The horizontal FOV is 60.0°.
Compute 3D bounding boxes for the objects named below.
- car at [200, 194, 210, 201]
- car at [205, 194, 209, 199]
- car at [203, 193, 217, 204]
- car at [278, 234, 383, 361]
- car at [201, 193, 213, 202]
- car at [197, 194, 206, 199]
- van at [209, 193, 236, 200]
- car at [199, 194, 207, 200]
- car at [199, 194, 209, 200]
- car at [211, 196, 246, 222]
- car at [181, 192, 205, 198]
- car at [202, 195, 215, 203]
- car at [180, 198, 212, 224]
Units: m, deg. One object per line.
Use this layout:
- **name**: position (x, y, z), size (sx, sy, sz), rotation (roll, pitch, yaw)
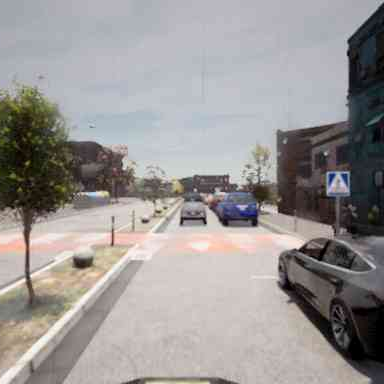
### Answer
- **car**: position (2.984, 1.225, 77.614), size (2.231, 1.521, 4.892), rotation (0, 0, 0)
- **car**: position (2.989, 1.112, 49.982), size (2.185, 1.767, 4.553), rotation (0, 0, 0)
- **car**: position (2.988, 1.106, 55.503), size (2.185, 1.767, 4.553), rotation (0, 0, 0)
- **car**: position (2.996, 1.473, 5.998), size (2.163, 1.488, 4.792), rotation (0, 0, 0)
- **car**: position (2.986, 1.100, 66.673), size (2.185, 1.767, 4.553), rotation (0, 0, 0)
- **car**: position (2.629, 1.300, 94.224), size (2.097, 1.535, 5.008), rotation (0, 0, -2)
- **van**: position (2.992, 1.056, 33.567), size (1.878, 1.987, 4.442), rotation (0, 0, 0)
- **car**: position (2.861, 1.305, 88.681), size (2.002, 1.452, 4.674), rotation (0, 0, -1)
- **car**: position (2.975, 1.236, 83.134), size (2.231, 1.521, 4.892), rotation (0, 0, 0)
- **car**: position (2.993, 1.347, 27.926), size (2.002, 1.452, 4.674), rotation (0, 0, 0)
- **car**: position (0.091, 1.000, 41.055), size (2.150, 2.045, 5.566), rotation (0, 0, 0)
- **car**: position (2.987, 1.269, 61.179), size (2.002, 1.452, 4.674), rotation (0, 0, 0)
- **car**: position (0.093, 1.397, 23.577), size (2.033, 1.411, 5.357), rotation (0, 0, 0)
